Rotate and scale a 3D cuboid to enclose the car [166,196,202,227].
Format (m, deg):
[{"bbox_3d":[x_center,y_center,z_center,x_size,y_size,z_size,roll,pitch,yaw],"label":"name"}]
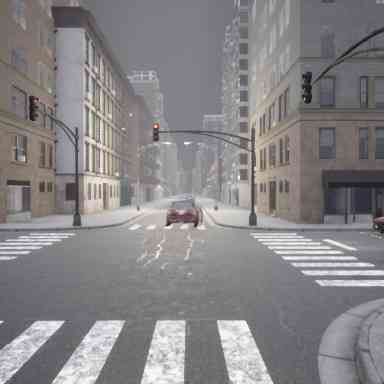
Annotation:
[{"bbox_3d":[-0.454,1.352,23.059,2.097,1.767,4.553,0,0,6],"label":"car"}]

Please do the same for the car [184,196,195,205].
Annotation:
[{"bbox_3d":[-0.446,1.541,59.170,1.812,1.442,4.674,0,0,0],"label":"car"}]

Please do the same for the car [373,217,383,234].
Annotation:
[{"bbox_3d":[11.647,1.529,16.970,4.507,1.381,1.887,0,0,0],"label":"car"}]

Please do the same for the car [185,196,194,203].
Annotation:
[{"bbox_3d":[-0.523,1.548,69.174,1.812,1.442,4.674,0,0,0],"label":"car"}]
